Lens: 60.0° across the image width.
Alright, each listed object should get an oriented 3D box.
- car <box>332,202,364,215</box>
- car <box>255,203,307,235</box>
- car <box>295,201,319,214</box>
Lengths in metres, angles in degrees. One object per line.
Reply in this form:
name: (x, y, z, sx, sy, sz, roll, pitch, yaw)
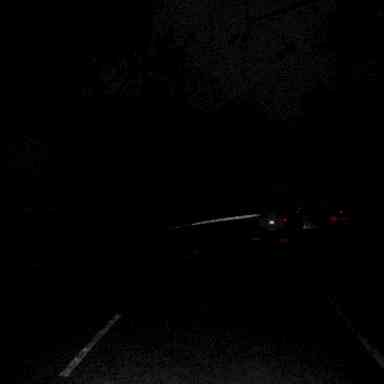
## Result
car: (15.673, 1.604, 33.221, 1.895, 1.301, 4.718, 0, 0, 40)
car: (5.076, 1.552, 19.062, 1.994, 1.385, 4.181, 0, 0, 27)
car: (11.054, 1.621, 33.497, 1.895, 1.301, 4.718, 0, 0, 42)
